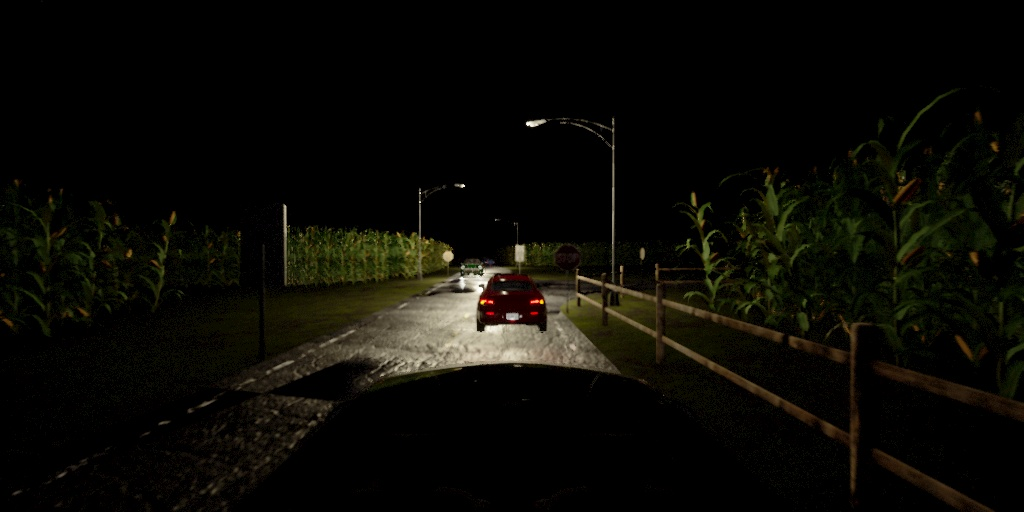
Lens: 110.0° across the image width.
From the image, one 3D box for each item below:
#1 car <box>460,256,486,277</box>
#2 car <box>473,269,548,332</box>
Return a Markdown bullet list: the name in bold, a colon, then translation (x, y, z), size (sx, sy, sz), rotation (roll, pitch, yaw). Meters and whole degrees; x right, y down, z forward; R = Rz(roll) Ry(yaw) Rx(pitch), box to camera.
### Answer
- **car**: translation (-3.833, 1.022, 34.143), size (2.097, 1.767, 4.553), rotation (0, 0, -6)
- **car**: translation (-0.036, 1.250, 10.626), size (1.812, 1.442, 4.674), rotation (0, 0, -1)
